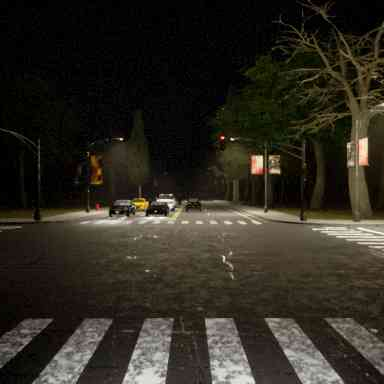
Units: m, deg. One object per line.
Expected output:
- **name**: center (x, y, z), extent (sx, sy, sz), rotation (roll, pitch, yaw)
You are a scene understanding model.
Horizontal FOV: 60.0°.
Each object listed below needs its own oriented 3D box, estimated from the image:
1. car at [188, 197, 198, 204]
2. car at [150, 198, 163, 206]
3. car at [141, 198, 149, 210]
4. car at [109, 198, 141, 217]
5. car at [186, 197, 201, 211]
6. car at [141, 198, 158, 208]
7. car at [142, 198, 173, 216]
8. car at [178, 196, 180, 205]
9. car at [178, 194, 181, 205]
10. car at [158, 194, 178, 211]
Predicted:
- **car**: center (0.230, 1.739, 68.963), extent (1.882, 1.535, 5.008), rotation (0, 0, 0)
- **car**: center (-6.440, 1.798, 61.205), extent (1.895, 1.301, 4.718), rotation (0, 0, 0)
- **car**: center (-6.512, 1.536, 41.101), extent (1.882, 1.535, 5.008), rotation (0, 0, 0)
- **car**: center (-6.532, 1.522, 31.602), extent (2.128, 1.511, 4.902), rotation (0, 0, 0)
- **car**: center (0.183, 1.553, 41.859), extent (2.128, 1.511, 4.902), rotation (0, 0, 0)
- **car**: center (-6.498, 1.681, 51.147), extent (1.994, 1.385, 4.181), rotation (0, 0, -1)
- **car**: center (-3.272, 1.596, 32.239), extent (1.994, 1.385, 4.181), rotation (0, 0, 1)
- **car**: center (-3.243, 1.723, 51.847), extent (1.895, 1.301, 4.718), rotation (0, 0, 0)
- **car**: center (-3.176, 1.429, 62.460), extent (2.150, 2.045, 5.566), rotation (0, 0, 1)
- **car**: center (-3.261, 1.283, 41.596), extent (2.150, 2.045, 5.566), rotation (0, 0, 0)
